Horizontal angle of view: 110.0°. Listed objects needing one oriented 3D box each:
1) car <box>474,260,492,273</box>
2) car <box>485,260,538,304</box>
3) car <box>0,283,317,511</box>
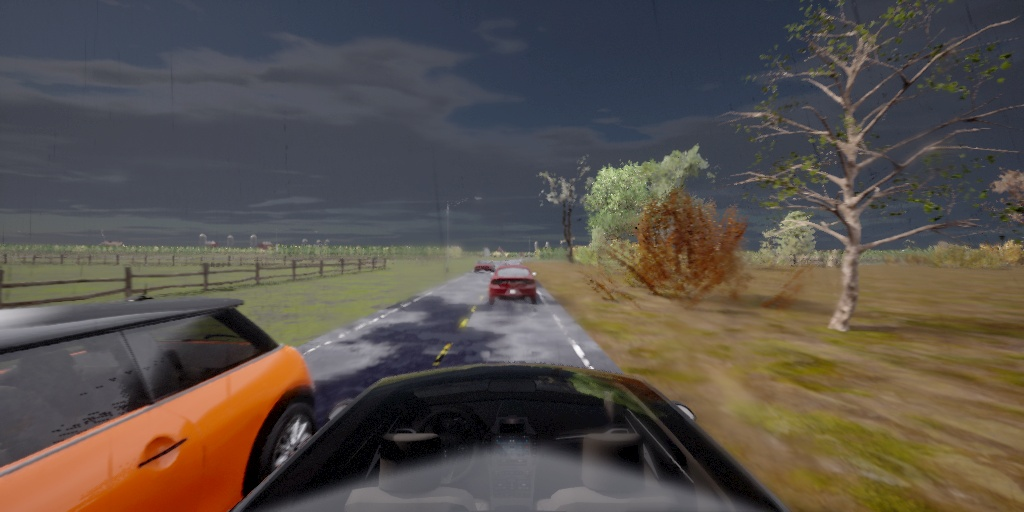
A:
[{"bbox_3d":[-2.843,1.085,37.364,1.895,1.301,4.718,0,0,0],"label":"car"},{"bbox_3d":[0.056,1.123,15.550,1.882,1.535,5.008,0,1,0],"label":"car"},{"bbox_3d":[-2.833,1.104,1.357,2.097,1.767,4.553,0,1,0],"label":"car"}]
